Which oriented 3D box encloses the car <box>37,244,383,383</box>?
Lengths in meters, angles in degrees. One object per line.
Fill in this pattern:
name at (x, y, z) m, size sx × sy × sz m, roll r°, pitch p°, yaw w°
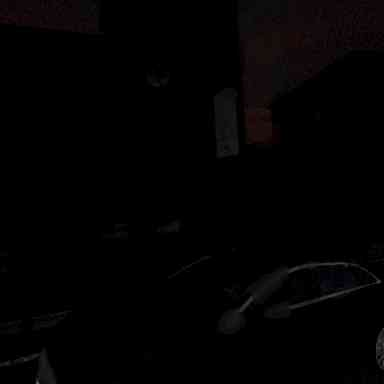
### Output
car at (0.776, 1.490, 4.153) m, size 4.902 × 1.511 × 2.128 m, roll 0°, pitch 0°, yaw -30°
